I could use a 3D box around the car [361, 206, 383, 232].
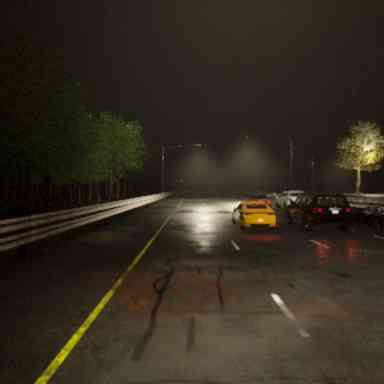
[{"bbox_3d":[10.575,1.440,18.853,1.895,1.301,4.718,0,1,0],"label":"car"}]

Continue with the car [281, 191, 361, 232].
[{"bbox_3d":[7.075,1.058,19.107,2.150,2.045,5.566,0,1,0],"label":"car"}]

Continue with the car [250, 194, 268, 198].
[{"bbox_3d":[7.056,1.017,35.892,2.097,1.767,4.553,0,1,0],"label":"car"}]

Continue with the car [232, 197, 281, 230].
[{"bbox_3d":[3.577,1.307,19.863,1.882,1.535,5.008,0,1,0],"label":"car"}]

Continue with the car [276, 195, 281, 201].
[{"bbox_3d":[10.557,0.891,35.438,2.150,2.045,5.566,0,1,0],"label":"car"}]
